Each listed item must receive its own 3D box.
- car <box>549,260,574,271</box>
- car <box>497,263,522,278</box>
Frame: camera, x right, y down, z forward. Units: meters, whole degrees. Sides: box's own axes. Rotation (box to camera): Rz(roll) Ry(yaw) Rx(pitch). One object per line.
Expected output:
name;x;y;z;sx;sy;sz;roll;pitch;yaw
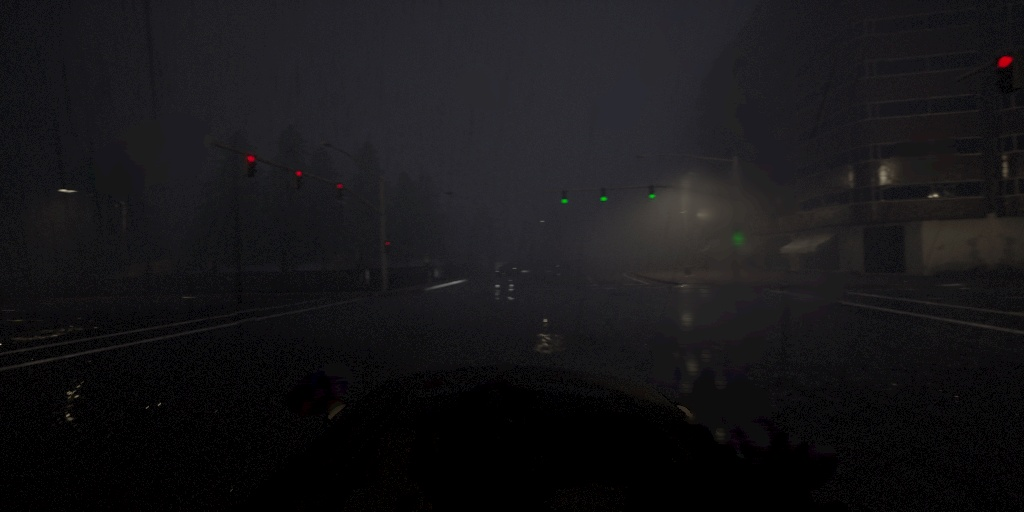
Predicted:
car;7.597;1.386;54.969;1.882;1.535;5.008;-2;-1;39
car;-0.237;1.544;39.355;1.837;1.490;4.892;-2;0;16
